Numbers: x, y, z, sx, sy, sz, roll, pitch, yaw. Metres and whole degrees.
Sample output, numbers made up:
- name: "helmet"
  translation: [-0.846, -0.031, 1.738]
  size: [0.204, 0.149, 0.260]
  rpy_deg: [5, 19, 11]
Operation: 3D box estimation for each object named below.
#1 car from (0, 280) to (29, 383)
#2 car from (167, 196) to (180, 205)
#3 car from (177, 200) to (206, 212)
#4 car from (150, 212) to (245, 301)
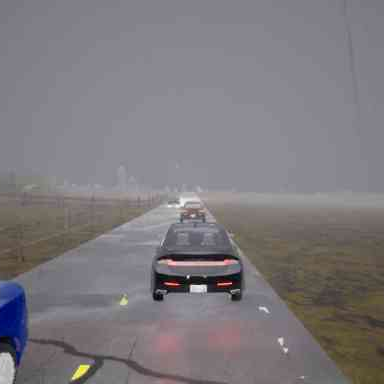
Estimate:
- name: "car"
  translation: [-2.853, 1.477, 1.880]
  size: [1.882, 1.535, 5.008]
  rpy_deg: [0, 0, 0]
- name: "car"
  translation: [-2.823, 1.292, 52.455]
  size: [2.033, 1.411, 5.357]
  rpy_deg: [0, 1, 0]
- name: "car"
  translation: [0.068, 1.464, 25.274]
  size: [1.812, 1.442, 4.674]
  rpy_deg: [0, 0, 0]
- name: "car"
  translation: [0.094, 1.485, 8.287]
  size: [2.128, 1.511, 4.902]
  rpy_deg: [0, 0, 0]
